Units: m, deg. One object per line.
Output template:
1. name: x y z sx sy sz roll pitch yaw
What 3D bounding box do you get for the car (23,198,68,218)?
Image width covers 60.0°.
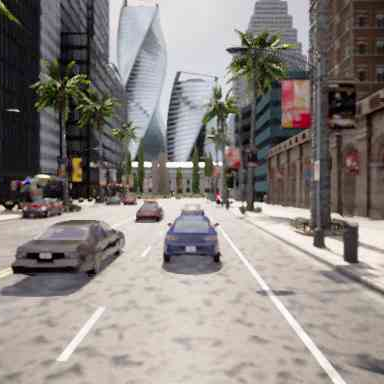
1. car: -13.614 1.413 30.590 2.185 1.767 4.553 0 0 -1

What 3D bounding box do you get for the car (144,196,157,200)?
1. car: -7.358 1.481 58.318 2.097 1.767 4.553 0 0 0

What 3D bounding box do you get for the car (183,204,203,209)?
1. car: 0.044 1.608 25.363 2.033 1.411 5.357 0 0 0

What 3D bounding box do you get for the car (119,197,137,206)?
1. car: -10.857 1.603 58.291 1.882 1.535 5.008 0 0 0

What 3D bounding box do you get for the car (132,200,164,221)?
1. car: -3.451 1.627 27.798 1.994 1.385 4.181 0 0 0

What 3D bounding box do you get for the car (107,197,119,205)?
1. car: -13.917 1.607 59.963 2.231 1.521 4.892 0 0 -1

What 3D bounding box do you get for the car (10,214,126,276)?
1. car: -3.474 1.570 10.421 2.033 1.411 5.357 0 0 0

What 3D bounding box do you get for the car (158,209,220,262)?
1. car: 0.038 1.556 12.151 1.812 1.442 4.674 0 -1 2
